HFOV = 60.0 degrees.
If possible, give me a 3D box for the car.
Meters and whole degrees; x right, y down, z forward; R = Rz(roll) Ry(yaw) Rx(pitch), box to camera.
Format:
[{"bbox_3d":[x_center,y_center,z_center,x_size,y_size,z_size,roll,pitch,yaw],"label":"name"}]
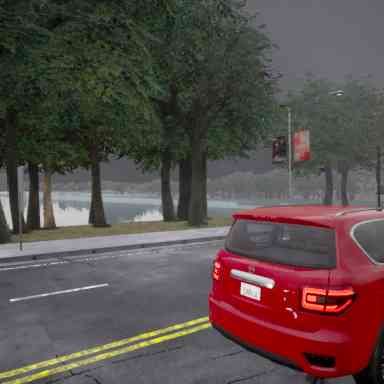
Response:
[{"bbox_3d":[2.801,1.220,5.399,5.566,2.045,2.150,0,0,-37],"label":"car"}]
